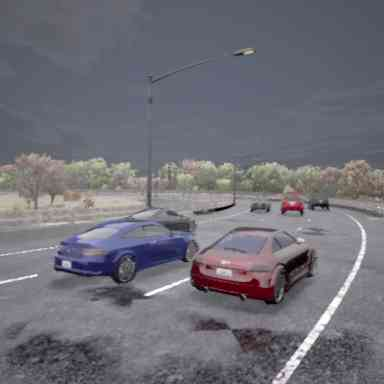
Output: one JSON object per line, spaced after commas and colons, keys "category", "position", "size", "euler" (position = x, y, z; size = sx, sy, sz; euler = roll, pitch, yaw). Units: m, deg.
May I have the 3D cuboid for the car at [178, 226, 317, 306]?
{"category": "car", "position": [1.738, 1.569, 8.312], "size": [1.994, 1.385, 4.181], "euler": [1, 1, 33]}

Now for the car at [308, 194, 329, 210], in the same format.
{"category": "car", "position": [16.929, 1.342, 44.561], "size": [2.150, 2.045, 5.566], "euler": [1, 0, 14]}

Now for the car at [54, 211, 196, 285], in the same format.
{"category": "car", "position": [-1.608, 1.505, 9.557], "size": [1.812, 1.442, 4.674], "euler": [1, 0, 33]}

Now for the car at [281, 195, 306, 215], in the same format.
{"category": "car", "position": [10.656, 1.293, 34.988], "size": [2.150, 2.045, 5.566], "euler": [1, 0, 19]}

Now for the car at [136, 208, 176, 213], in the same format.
{"category": "car", "position": [-1.537, 1.502, 16.342], "size": [1.812, 1.442, 4.674], "euler": [1, 0, 30]}

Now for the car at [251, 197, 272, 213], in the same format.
{"category": "car", "position": [8.143, 1.401, 38.876], "size": [2.097, 1.767, 4.553], "euler": [0, 0, 17]}
